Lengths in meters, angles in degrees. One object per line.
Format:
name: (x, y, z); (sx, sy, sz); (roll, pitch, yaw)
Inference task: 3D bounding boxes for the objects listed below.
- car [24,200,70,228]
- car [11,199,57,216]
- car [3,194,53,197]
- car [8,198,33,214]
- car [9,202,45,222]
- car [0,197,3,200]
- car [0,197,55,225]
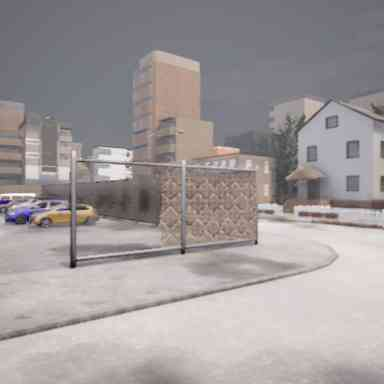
car: (-8.139, 1.453, 21.341); (4.193, 1.474, 1.816); (0, 0, -36)
car: (-15.096, 1.453, 31.831); (3.633, 1.501, 1.845); (0, 0, -36)
car: (-12.873, 1.277, 27.130); (3.866, 1.878, 1.905); (0, 0, -36)
car: (-18.151, 1.439, 35.120); (1.789, 1.547, 3.705); (0, 0, -36)
car: (-12.319, 1.480, 24.868); (2.207, 1.379, 1.481); (0, 0, -36)
car: (-18.154, 1.512, 35.397); (5.357, 1.415, 2.033); (0, 0, -36)
car: (-10.583, 1.380, 23.492); (4.611, 1.667, 2.242); (0, 0, -36)
